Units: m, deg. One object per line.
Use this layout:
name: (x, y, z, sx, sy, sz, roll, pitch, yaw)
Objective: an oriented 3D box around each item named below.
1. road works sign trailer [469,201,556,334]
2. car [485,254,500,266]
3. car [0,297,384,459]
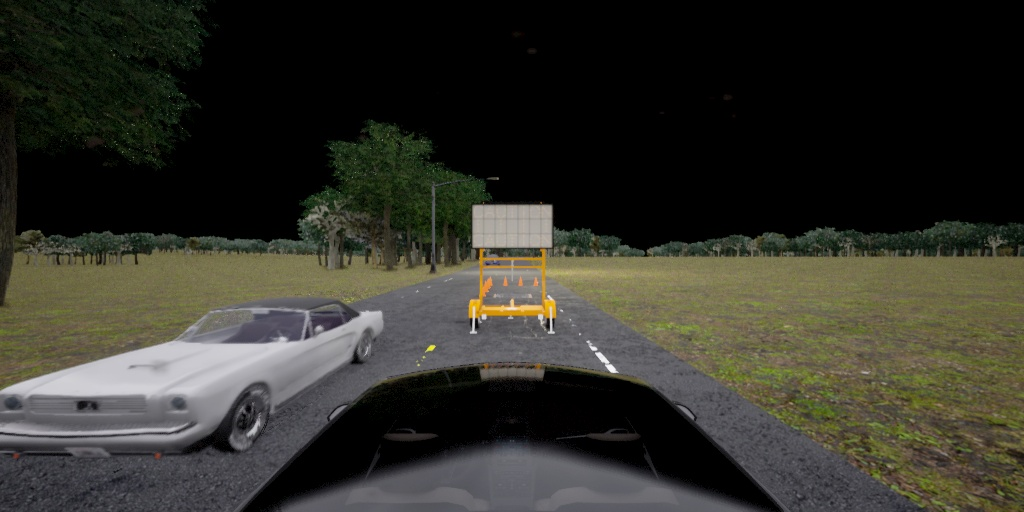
road works sign trailer: (0.013, 0.198, 10.594, 2.380, 3.560, 2.880, 0, 0, 0)
car: (-3.128, 0.751, 57.897, 2.150, 2.045, 5.566, 0, 0, 1)
car: (-3.593, 1.346, 5.239, 1.895, 1.301, 4.718, 0, 0, 0)
